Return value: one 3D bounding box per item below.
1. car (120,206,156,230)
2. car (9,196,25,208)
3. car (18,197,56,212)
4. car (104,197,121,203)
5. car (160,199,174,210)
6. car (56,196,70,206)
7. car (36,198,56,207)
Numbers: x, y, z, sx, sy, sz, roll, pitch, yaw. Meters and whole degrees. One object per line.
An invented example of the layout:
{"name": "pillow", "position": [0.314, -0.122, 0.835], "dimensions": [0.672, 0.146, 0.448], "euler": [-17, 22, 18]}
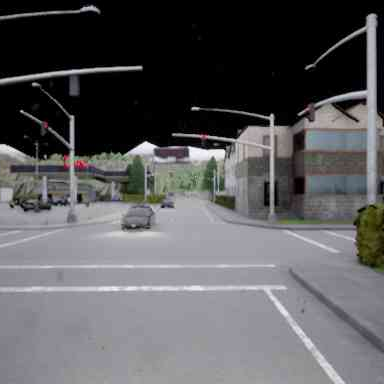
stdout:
{"name": "car", "position": [-3.511, 1.727, 22.400], "dimensions": [1.837, 1.490, 4.892], "euler": [0, 2, 0]}
{"name": "car", "position": [-25.916, 1.543, 50.826], "dimensions": [1.932, 1.855, 4.605], "euler": [0, 0, 0]}
{"name": "car", "position": [-18.942, 1.694, 40.836], "dimensions": [2.007, 1.523, 4.514], "euler": [0, 0, 0]}
{"name": "car", "position": [-22.216, 2.134, 92.704], "dimensions": [4.611, 1.667, 2.242], "euler": [0, 0, 0]}
{"name": "car", "position": [-3.523, 1.781, 48.195], "dimensions": [2.033, 1.411, 5.357], "euler": [0, 0, 0]}
{"name": "car", "position": [-22.654, 1.561, 58.704], "dimensions": [1.905, 1.878, 3.866], "euler": [0, 0, 0]}
{"name": "car", "position": [-25.981, 1.848, 59.304], "dimensions": [1.970, 1.475, 3.806], "euler": [0, 0, 0]}
